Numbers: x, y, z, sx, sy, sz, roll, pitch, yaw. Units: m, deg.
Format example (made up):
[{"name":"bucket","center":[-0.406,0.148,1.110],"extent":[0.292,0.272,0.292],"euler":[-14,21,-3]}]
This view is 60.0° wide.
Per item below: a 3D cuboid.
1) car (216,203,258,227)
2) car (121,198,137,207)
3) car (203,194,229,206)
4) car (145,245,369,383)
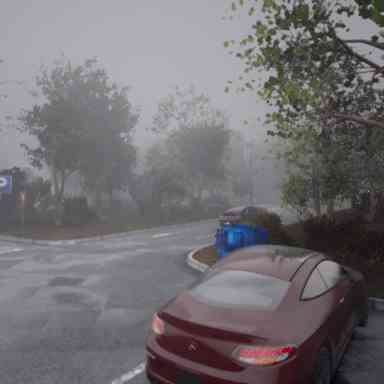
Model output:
[{"name":"car","center":[3.618,1.645,22.236],"extent":[1.837,1.490,4.892],"euler":[-3,-1,36]},{"name":"car","center":[-11.349,1.926,60.463],"extent":[4.553,1.767,2.097],"euler":[-2,-1,-7]},{"name":"car","center":[3.621,1.396,57.278],"extent":[5.566,2.045,2.150],"euler":[-1,-1,34]},{"name":"car","center":[1.305,1.516,4.853],"extent":[2.002,1.452,4.674],"euler":[0,0,35]}]
